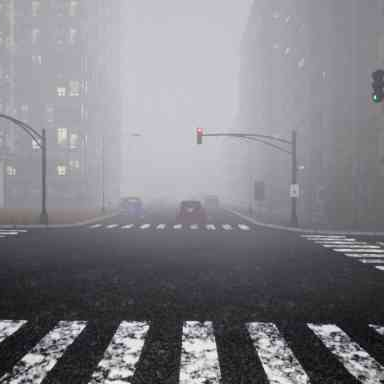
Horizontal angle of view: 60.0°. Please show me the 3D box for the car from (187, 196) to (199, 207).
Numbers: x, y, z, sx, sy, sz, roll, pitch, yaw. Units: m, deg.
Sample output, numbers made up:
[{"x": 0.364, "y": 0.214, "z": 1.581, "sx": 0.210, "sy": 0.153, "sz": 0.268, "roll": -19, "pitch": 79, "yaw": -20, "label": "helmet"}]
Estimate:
[{"x": 0.150, "y": 1.496, "z": 54.016, "sx": 1.882, "sy": 1.535, "sz": 5.008, "roll": 0, "pitch": 0, "yaw": 0, "label": "car"}]

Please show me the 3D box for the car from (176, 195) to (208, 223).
[{"x": -0.010, "y": 1.355, "z": 25.615, "sx": 2.097, "sy": 1.767, "sz": 4.553, "roll": 0, "pitch": 0, "yaw": 3, "label": "car"}]

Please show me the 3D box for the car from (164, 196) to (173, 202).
[{"x": -5.619, "y": 1.590, "z": 80.563, "sx": 2.008, "sy": 1.369, "sz": 4.403, "roll": 0, "pitch": 0, "yaw": 0, "label": "car"}]

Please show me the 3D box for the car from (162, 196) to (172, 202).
[{"x": -5.624, "y": 1.559, "z": 74.841, "sx": 1.752, "sy": 1.417, "sz": 4.829, "roll": 0, "pitch": 0, "yaw": 0, "label": "car"}]

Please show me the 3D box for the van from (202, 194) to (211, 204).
[{"x": 2.747, "y": 1.366, "z": 63.904, "sx": 1.690, "sy": 1.788, "sz": 3.998, "roll": 0, "pitch": 0, "yaw": 0, "label": "van"}]

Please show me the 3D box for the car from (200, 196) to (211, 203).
[{"x": 2.752, "y": 1.580, "z": 69.454, "sx": 2.008, "sy": 1.369, "sz": 4.403, "roll": 0, "pitch": 0, "yaw": 0, "label": "car"}]

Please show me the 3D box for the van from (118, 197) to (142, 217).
[{"x": -5.663, "y": 1.347, "z": 30.604, "sx": 1.690, "sy": 1.788, "sz": 3.998, "roll": 0, "pitch": 0, "yaw": 0, "label": "van"}]

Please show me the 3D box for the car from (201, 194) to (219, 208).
[{"x": 2.732, "y": 1.330, "z": 47.251, "sx": 2.192, "sy": 1.841, "sz": 5.009, "roll": 0, "pitch": 0, "yaw": 0, "label": "car"}]

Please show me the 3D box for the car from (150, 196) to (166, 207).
[{"x": -5.643, "y": 1.543, "z": 52.638, "sx": 1.752, "sy": 1.417, "sz": 4.829, "roll": 0, "pitch": 0, "yaw": 0, "label": "car"}]

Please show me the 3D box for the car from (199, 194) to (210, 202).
[{"x": 2.756, "y": 1.349, "z": 75.005, "sx": 2.192, "sy": 1.841, "sz": 5.009, "roll": 0, "pitch": 0, "yaw": 0, "label": "car"}]

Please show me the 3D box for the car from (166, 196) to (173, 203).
[{"x": -5.629, "y": 1.469, "z": 69.461, "sx": 1.967, "sy": 1.590, "sz": 4.097, "roll": 0, "pitch": 0, "yaw": 0, "label": "car"}]
